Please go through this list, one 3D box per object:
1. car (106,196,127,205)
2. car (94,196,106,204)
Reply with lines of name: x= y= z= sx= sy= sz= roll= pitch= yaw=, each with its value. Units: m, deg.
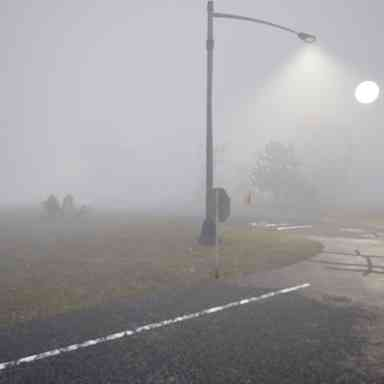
car: x=-12.140 y=1.417 z=54.642 sx=1.812 sy=1.442 sz=4.674 roll=0 pitch=0 yaw=-33
car: x=-16.424 y=1.403 z=60.928 sx=1.812 sy=1.442 sz=4.674 roll=0 pitch=0 yaw=-34
